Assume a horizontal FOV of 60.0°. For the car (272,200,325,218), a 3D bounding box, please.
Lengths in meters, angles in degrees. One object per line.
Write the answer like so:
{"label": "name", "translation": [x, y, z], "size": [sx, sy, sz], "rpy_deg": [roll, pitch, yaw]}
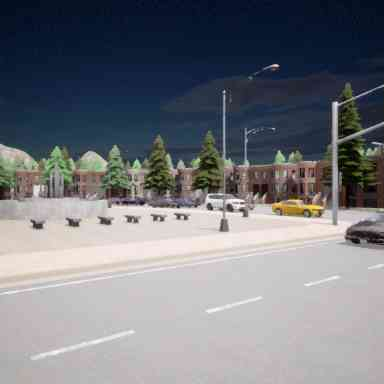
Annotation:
{"label": "car", "translation": [9.758, 1.477, 30.785], "size": [1.882, 1.535, 5.008], "rpy_deg": [0, 0, -37]}

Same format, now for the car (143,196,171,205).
{"label": "car", "translation": [-6.293, 1.504, 59.670], "size": [4.892, 1.490, 1.837], "rpy_deg": [0, -1, 26]}

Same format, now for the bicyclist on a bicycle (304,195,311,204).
{"label": "bicyclist on a bicycle", "translation": [16.182, 1.302, 46.625], "size": [1.656, 1.620, 0.582], "rpy_deg": [0, 0, -37]}

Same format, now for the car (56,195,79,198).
{"label": "car", "translation": [-23.812, 1.504, 60.701], "size": [4.892, 1.490, 1.837], "rpy_deg": [0, 0, 5]}

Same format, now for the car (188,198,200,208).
{"label": "car", "translation": [-1.248, 1.547, 48.412], "size": [5.357, 1.411, 2.033], "rpy_deg": [0, 0, 37]}

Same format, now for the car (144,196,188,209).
{"label": "car", "translation": [-3.665, 1.547, 45.873], "size": [5.357, 1.411, 2.033], "rpy_deg": [0, 0, 36]}

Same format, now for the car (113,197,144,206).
{"label": "car", "translation": [-9.820, 1.600, 53.491], "size": [4.718, 1.301, 1.895], "rpy_deg": [0, 0, 24]}

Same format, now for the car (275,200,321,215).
{"label": "car", "translation": [11.075, 1.563, 34.859], "size": [1.994, 1.385, 4.181], "rpy_deg": [0, 0, -37]}

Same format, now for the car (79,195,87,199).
{"label": "car", "translation": [-22.551, 1.352, 63.996], "size": [4.553, 1.767, 2.097], "rpy_deg": [0, 0, 7]}

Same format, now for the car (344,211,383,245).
{"label": "car", "translation": [8.959, 1.547, 14.726], "size": [5.357, 1.411, 2.033], "rpy_deg": [0, 0, -36]}

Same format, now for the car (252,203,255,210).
{"label": "car", "translation": [5.689, 1.525, 41.745], "size": [1.812, 1.442, 4.674], "rpy_deg": [0, 0, -41]}

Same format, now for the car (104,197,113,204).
{"label": "car", "translation": [-14.075, 1.563, 58.835], "size": [4.181, 1.385, 1.994], "rpy_deg": [0, 0, 18]}

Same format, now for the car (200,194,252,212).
{"label": "car", "translation": [3.831, 1.221, 38.651], "size": [2.150, 2.045, 5.566], "rpy_deg": [0, 0, -39]}
